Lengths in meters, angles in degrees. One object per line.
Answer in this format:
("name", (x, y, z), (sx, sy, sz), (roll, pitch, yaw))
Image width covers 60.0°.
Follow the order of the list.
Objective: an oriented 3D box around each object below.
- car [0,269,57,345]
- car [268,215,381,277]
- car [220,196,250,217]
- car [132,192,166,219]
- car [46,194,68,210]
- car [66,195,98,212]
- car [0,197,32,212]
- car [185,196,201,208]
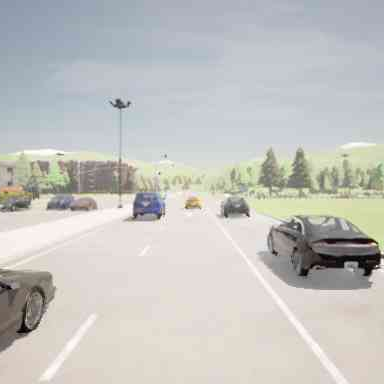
("car", (-3.393, 1.520, 3.619), (2.033, 1.411, 5.357), (0, 0, 0))
("car", (3.612, 1.421, 9.969), (2.128, 1.511, 4.902), (0, 0, 0))
("car", (3.627, 1.150, 28.765), (2.097, 1.767, 4.553), (0, 0, 0))
("car", (-3.375, 1.031, 26.820), (2.150, 2.045, 5.566), (0, 0, 0))
("car", (-14.966, 1.076, 38.421), (2.097, 1.767, 4.553), (0, 1, 0))
("car", (-11.492, 1.271, 35.713), (1.812, 1.442, 4.674), (0, 0, 1))
("car", (-18.504, 1.244, 34.597), (2.128, 1.511, 4.902), (0, 0, 1))
("car", (0.139, 1.185, 41.453), (1.882, 1.535, 5.008), (0, 1, 0))
